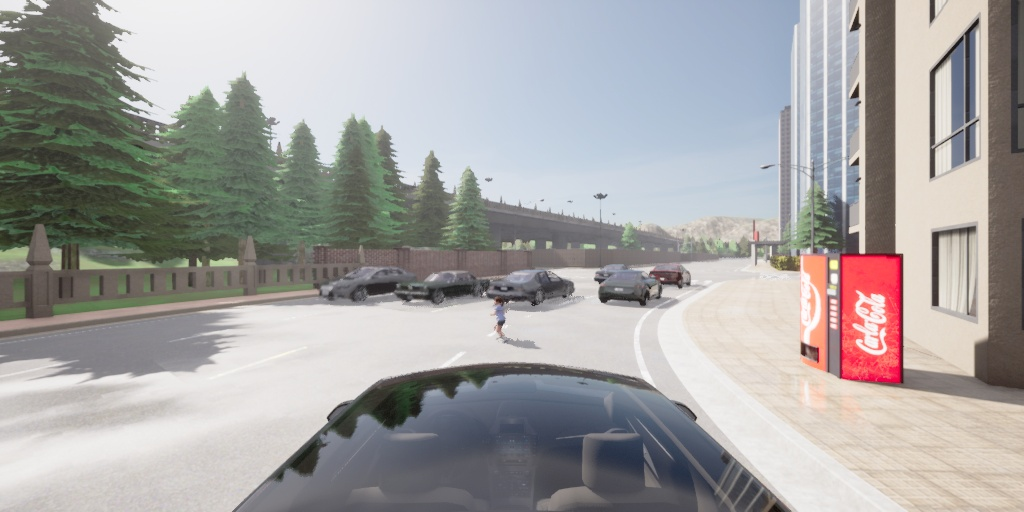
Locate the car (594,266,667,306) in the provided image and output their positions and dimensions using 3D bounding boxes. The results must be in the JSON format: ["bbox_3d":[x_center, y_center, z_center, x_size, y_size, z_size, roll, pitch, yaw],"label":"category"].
[{"bbox_3d":[5.413,1.322,16.176,1.994,1.385,4.181,0,0,33],"label":"car"}]

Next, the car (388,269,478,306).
[{"bbox_3d":[-3.008,1.358,16.269,1.895,1.301,4.718,0,0,29],"label":"car"}]

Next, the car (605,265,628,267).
[{"bbox_3d":[7.623,1.312,25.693,2.033,1.411,5.357,0,0,35],"label":"car"}]

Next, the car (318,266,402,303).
[{"bbox_3d":[-6.536,1.249,16.850,2.128,1.511,4.902,0,0,27],"label":"car"}]

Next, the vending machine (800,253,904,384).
[{"bbox_3d":[5.422,0.948,5.813,1.100,2.100,0.880,0,0,14],"label":"vending machine"}]

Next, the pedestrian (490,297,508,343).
[{"bbox_3d":[-0.248,1.427,8.298,0.500,1.100,0.500,0,0,16],"label":"pedestrian"}]

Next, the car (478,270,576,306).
[{"bbox_3d":[1.034,1.305,15.954,2.033,1.411,5.357,0,0,32],"label":"car"}]

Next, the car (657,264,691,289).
[{"bbox_3d":[10.452,1.241,23.607,1.882,1.535,5.008,0,0,35],"label":"car"}]
